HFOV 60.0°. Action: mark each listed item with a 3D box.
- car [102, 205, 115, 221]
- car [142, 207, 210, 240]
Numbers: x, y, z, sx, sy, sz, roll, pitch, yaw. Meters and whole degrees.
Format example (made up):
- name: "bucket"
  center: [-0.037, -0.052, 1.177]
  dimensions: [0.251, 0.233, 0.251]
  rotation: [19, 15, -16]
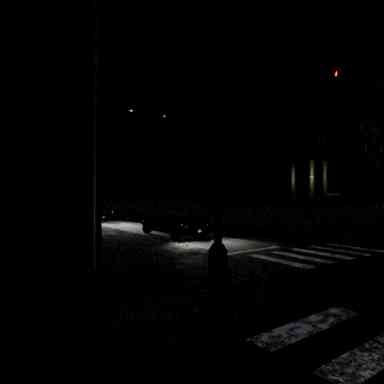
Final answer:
- name: "car"
  center: [-7.984, 1.608, 27.049]
  dimensions: [1.895, 1.301, 4.718]
  rotation: [0, 0, -36]
- name: "car"
  center: [-1.006, 1.531, 17.377]
  dimensions: [1.812, 1.442, 4.674]
  rotation: [0, 0, -36]
